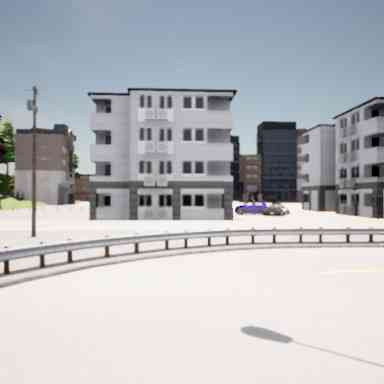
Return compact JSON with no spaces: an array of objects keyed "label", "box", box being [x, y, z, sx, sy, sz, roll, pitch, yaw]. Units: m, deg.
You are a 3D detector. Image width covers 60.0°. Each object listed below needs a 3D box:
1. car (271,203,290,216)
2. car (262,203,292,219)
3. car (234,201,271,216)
[{"label":"car","box":[9.200,1.814,35.830,1.853,1.218,4.536,0,0,27]},{"label":"car","box":[9.222,1.972,35.875,2.038,1.542,4.974,0,0,27]},{"label":"car","box":[6.413,1.719,36.079,3.633,1.501,1.845,0,0,8]}]
